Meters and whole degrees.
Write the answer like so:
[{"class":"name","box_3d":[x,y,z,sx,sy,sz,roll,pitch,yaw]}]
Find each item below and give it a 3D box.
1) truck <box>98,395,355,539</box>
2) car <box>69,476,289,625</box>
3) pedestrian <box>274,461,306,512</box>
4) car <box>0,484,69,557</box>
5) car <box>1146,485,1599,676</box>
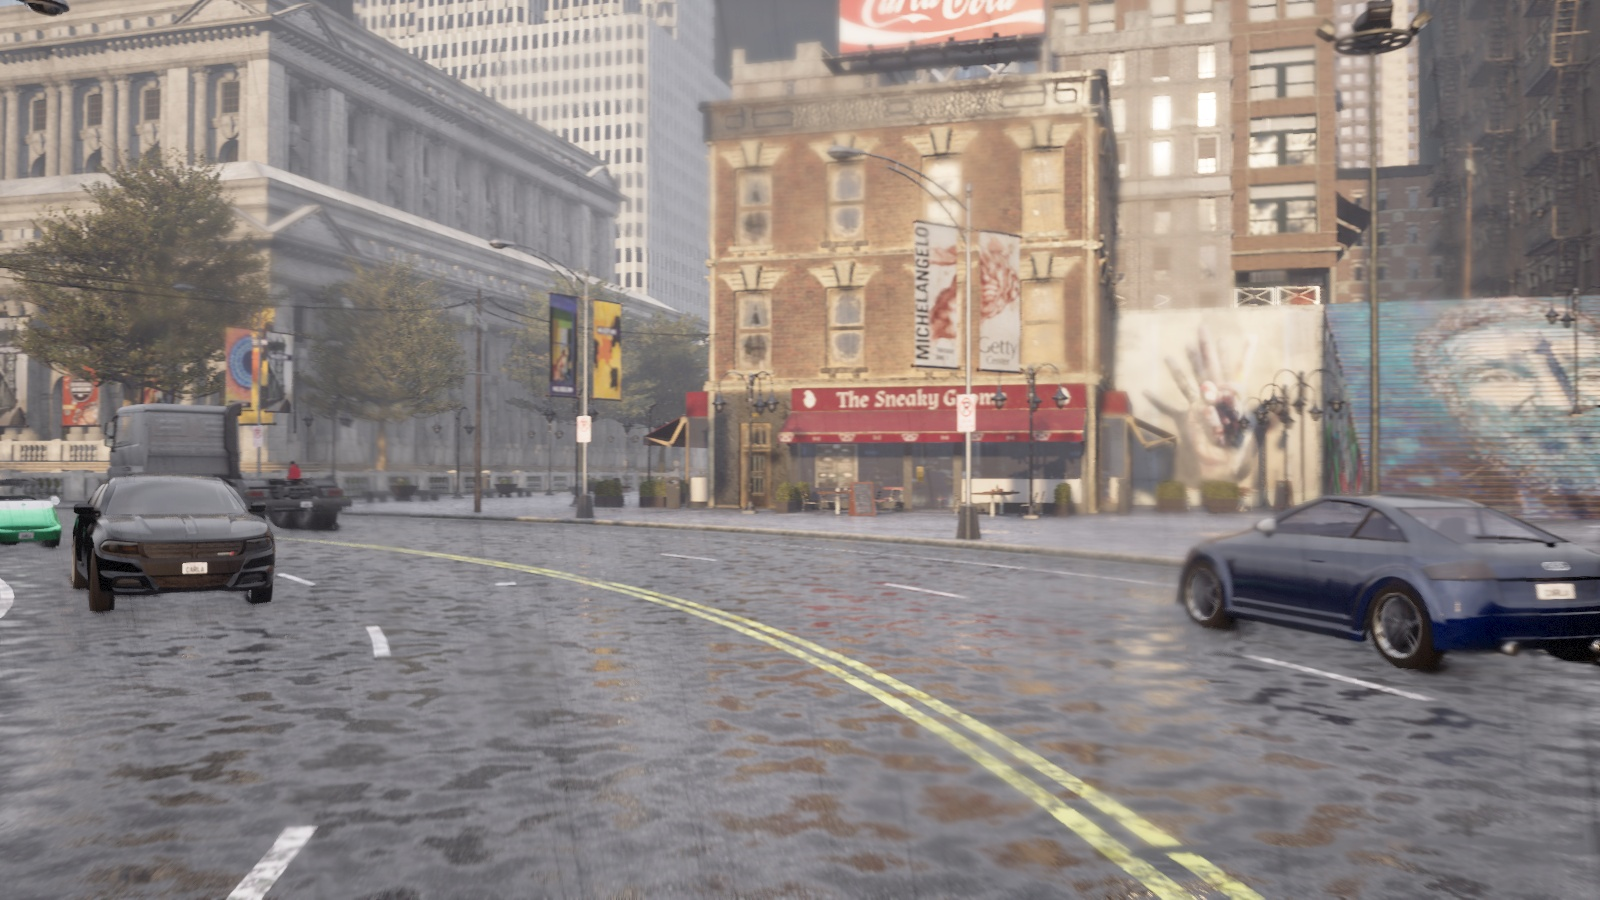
[{"class":"truck","box_3d":[-15.608,0.484,33.898,7.936,3.462,2.891,-1,-1,37]},{"class":"car","box_3d":[-7.873,1.096,15.634,1.882,1.535,5.008,0,-1,-33]},{"class":"pedestrian","box_3d":[-18.891,1.352,46.496,0.899,1.844,0.634,-1,-1,23]},{"class":"car","box_3d":[-15.791,1.373,25.018,2.207,1.376,1.481,-2,-2,41]},{"class":"car","box_3d":[5.244,1.048,11.762,1.994,1.385,4.181,0,-1,-15]}]
